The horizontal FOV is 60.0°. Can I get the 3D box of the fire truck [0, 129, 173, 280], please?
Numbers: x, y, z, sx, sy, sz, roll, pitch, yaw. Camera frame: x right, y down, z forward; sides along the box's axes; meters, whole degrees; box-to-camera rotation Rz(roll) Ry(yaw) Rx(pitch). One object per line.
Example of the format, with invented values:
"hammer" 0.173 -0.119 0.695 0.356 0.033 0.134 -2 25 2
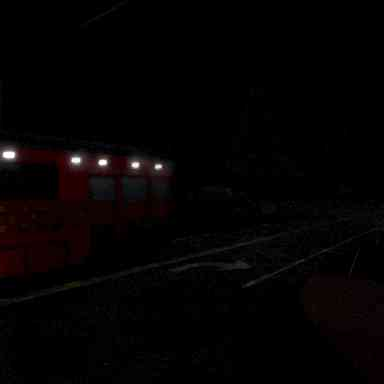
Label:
"fire truck" -4.338 0.439 9.314 2.891 3.827 8.468 -2 -1 39
